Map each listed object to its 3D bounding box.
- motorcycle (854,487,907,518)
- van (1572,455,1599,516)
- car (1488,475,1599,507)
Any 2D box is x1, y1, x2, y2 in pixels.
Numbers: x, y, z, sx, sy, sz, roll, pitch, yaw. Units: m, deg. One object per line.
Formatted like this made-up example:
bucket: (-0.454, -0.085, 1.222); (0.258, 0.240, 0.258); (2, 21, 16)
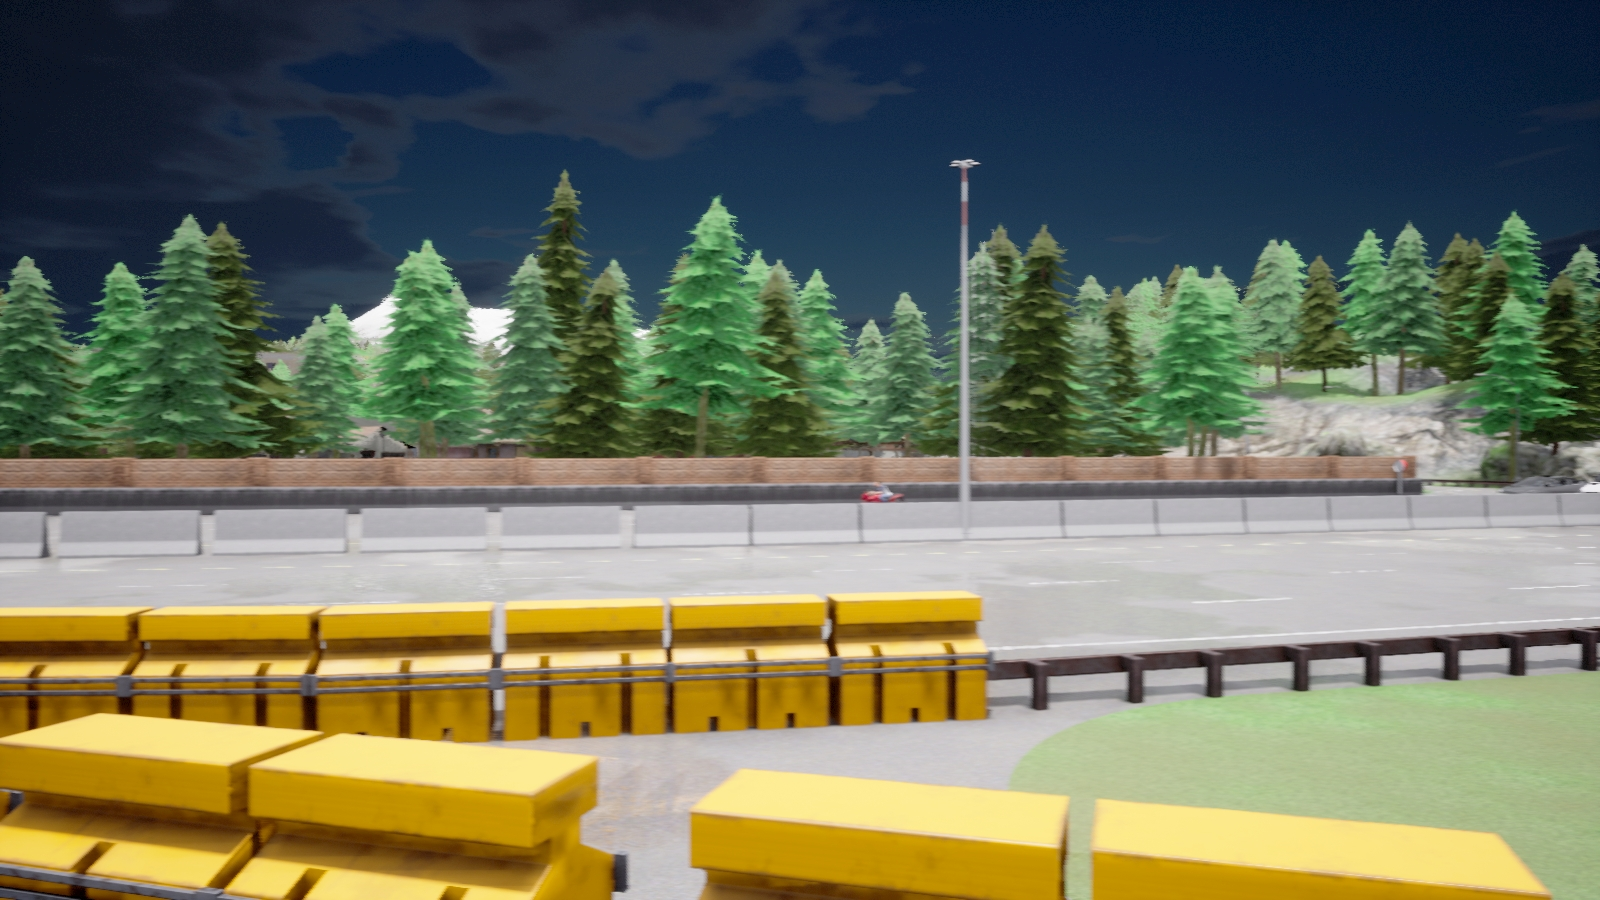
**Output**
motorcycle: (3.306, 2.152, 47.082); (2.033, 1.217, 0.803); (0, 0, -16)
van: (36.671, 1.501, 49.538); (5.915, 2.561, 1.988); (0, 0, -16)
car: (37.161, 2.025, 57.016); (4.792, 1.488, 2.163); (0, 0, -16)
